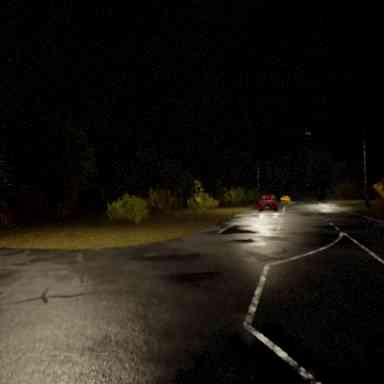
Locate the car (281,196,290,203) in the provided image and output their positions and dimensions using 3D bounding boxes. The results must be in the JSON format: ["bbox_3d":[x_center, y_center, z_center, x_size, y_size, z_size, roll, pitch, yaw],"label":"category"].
[{"bbox_3d":[22.621,1.804,80.667,1.882,1.535,5.008,-2,-1,24],"label":"car"}]

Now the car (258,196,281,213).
[{"bbox_3d":[9.500,1.492,41.445,2.150,2.045,5.566,-2,-1,16],"label":"car"}]
